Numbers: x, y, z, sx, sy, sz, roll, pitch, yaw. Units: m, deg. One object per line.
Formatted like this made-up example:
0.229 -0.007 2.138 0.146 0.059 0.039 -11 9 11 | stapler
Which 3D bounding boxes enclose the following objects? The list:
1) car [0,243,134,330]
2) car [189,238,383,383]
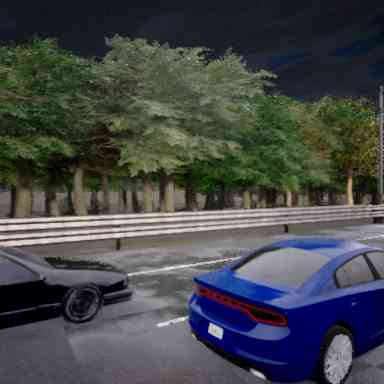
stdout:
-3.707 1.547 5.399 5.357 1.411 2.033 0 0 -36 | car
2.296 1.493 5.383 5.008 1.535 1.882 0 0 -35 | car
